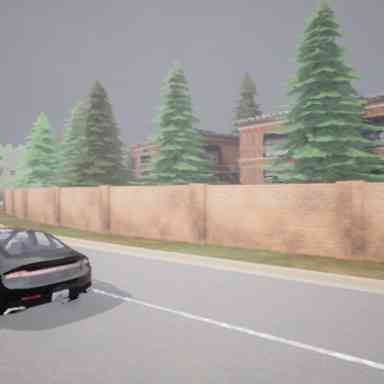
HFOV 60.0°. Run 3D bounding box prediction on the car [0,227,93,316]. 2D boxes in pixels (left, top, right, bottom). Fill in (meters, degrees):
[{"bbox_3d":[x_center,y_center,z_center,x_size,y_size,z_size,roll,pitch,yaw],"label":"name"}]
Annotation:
[{"bbox_3d":[-4.133,1.503,6.992,4.902,1.511,2.128,0,0,37],"label":"car"}]
